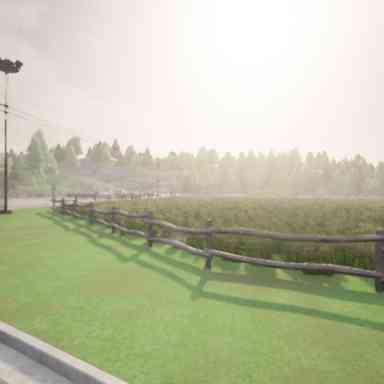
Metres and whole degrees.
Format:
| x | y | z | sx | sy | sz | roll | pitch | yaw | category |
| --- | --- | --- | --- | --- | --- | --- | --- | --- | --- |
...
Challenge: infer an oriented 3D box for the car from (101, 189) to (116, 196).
| x | y | z | sx | sy | sz | roll | pitch | yaw | category |
| --- | --- | --- | --- | --- | --- | --- | --- | --- | --- |
| -21.292 | 0.199 | 85.066 | 2.097 | 1.767 | 4.553 | 1 | 0 | 10 | car |

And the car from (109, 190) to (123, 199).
| x | y | z | sx | sy | sz | roll | pitch | yaw | category |
| --- | --- | --- | --- | --- | --- | --- | --- | --- | --- |
| -16.111 | 0.757 | 74.072 | 1.895 | 1.301 | 4.718 | 1 | 0 | 10 | car |

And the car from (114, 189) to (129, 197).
| x | y | z | sx | sy | sz | roll | pitch | yaw | category |
| --- | --- | --- | --- | --- | --- | --- | --- | --- | --- |
| -17.844 | 0.247 | 84.465 | 2.097 | 1.767 | 4.553 | 1 | 0 | 10 | car |

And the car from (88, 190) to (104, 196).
| x | y | z | sx | sy | sz | roll | pitch | yaw | category |
| --- | --- | --- | --- | --- | --- | --- | --- | --- | --- |
| -24.736 | 0.296 | 85.699 | 1.837 | 1.490 | 4.892 | 1 | 0 | 10 | car |

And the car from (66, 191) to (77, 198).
| x | y | z | sx | sy | sz | roll | pitch | yaw | category |
| --- | --- | --- | --- | --- | --- | --- | --- | --- | --- |
| -26.530 | 0.561 | 75.436 | 2.033 | 1.411 | 5.357 | 1 | 0 | 10 | car |

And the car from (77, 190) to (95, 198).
| x | y | z | sx | sy | sz | roll | pitch | yaw | category |
| --- | --- | --- | --- | --- | --- | --- | --- | --- | --- |
| -23.082 | 0.609 | 74.835 | 2.033 | 1.411 | 5.357 | 1 | 0 | 10 | car |

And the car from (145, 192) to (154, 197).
| x | y | z | sx | sy | sz | roll | pitch | yaw | category |
| --- | --- | --- | --- | --- | --- | --- | --- | --- | --- |
| -10.941 | 0.581 | 83.323 | 1.895 | 1.301 | 4.718 | 1 | 0 | 10 | car |

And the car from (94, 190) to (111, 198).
| x | y | z | sx | sy | sz | roll | pitch | yaw | category |
| --- | --- | --- | --- | --- | --- | --- | --- | --- | --- |
| -19.547 | 0.628 | 74.736 | 1.812 | 1.442 | 4.674 | 1 | 0 | 10 | car |

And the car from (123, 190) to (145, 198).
| x | y | z | sx | sy | sz | roll | pitch | yaw | category |
| --- | --- | --- | --- | --- | --- | --- | --- | --- | --- |
| -12.739 | 0.737 | 73.030 | 2.128 | 1.511 | 4.902 | 1 | 0 | 10 | car |

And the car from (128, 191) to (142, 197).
| x | y | z | sx | sy | sz | roll | pitch | yaw | category |
| --- | --- | --- | --- | --- | --- | --- | --- | --- | --- |
| -14.393 | 0.439 | 83.894 | 1.837 | 1.490 | 4.892 | 1 | 0 | 10 | car |
